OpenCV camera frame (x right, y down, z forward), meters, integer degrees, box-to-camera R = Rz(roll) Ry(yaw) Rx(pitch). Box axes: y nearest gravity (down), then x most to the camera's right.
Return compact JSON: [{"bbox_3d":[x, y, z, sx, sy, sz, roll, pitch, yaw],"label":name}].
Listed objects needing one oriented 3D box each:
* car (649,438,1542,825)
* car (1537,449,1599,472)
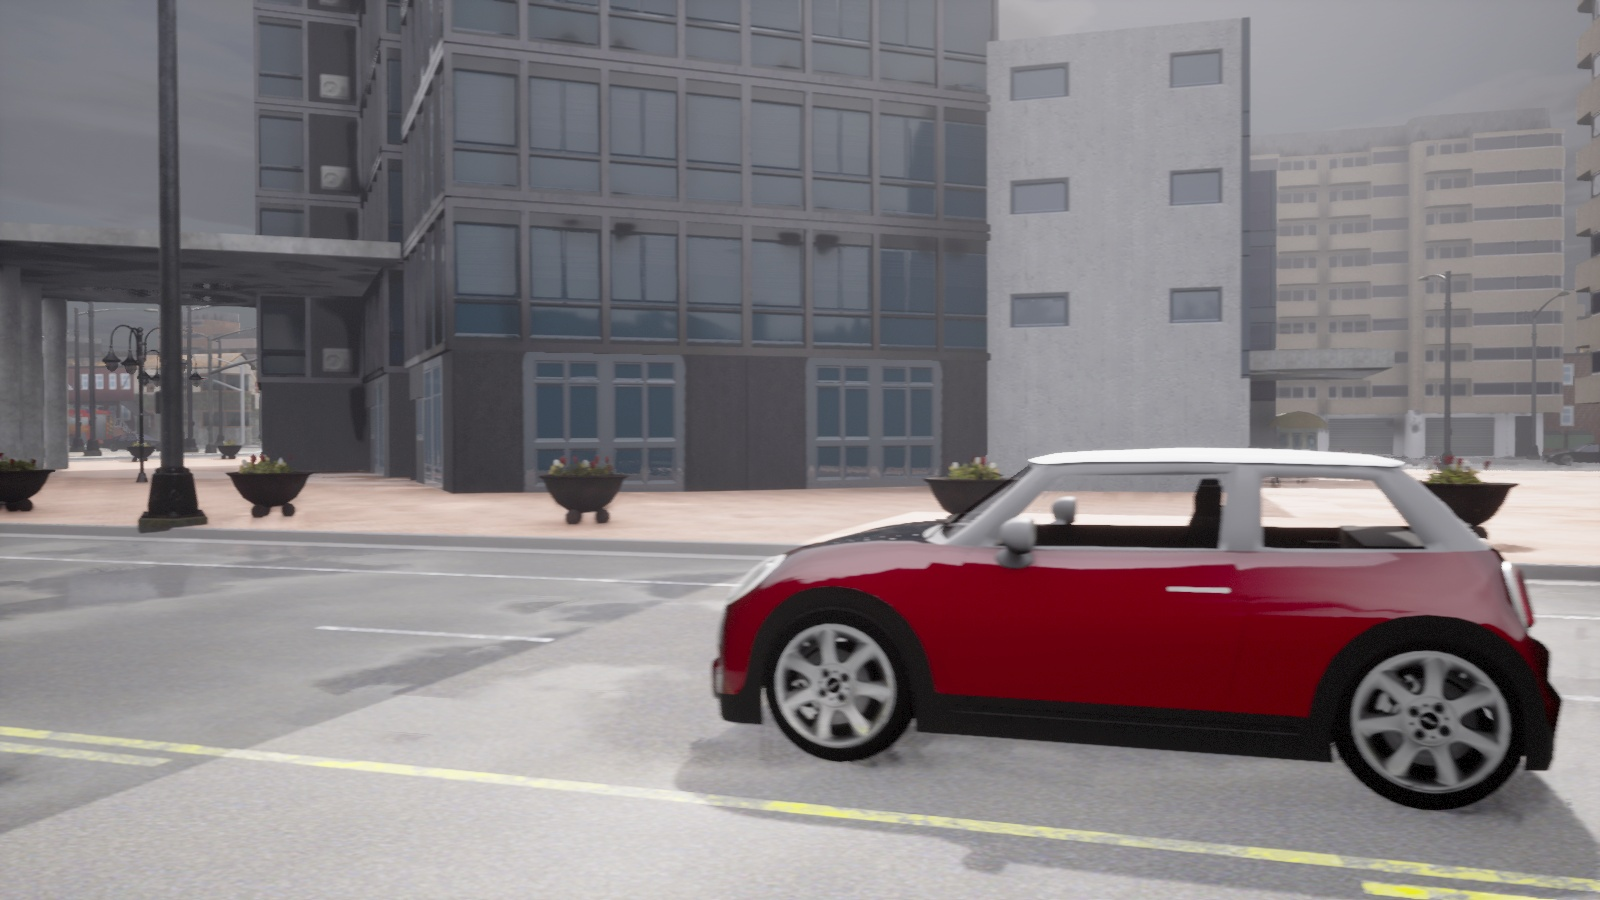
[{"bbox_3d":[1.384,0.694,6.421,3.806,1.475,1.970,1,1,18],"label":"car"},{"bbox_3d":[49.121,0.654,78.033,5.357,1.411,2.033,0,1,17],"label":"car"}]
